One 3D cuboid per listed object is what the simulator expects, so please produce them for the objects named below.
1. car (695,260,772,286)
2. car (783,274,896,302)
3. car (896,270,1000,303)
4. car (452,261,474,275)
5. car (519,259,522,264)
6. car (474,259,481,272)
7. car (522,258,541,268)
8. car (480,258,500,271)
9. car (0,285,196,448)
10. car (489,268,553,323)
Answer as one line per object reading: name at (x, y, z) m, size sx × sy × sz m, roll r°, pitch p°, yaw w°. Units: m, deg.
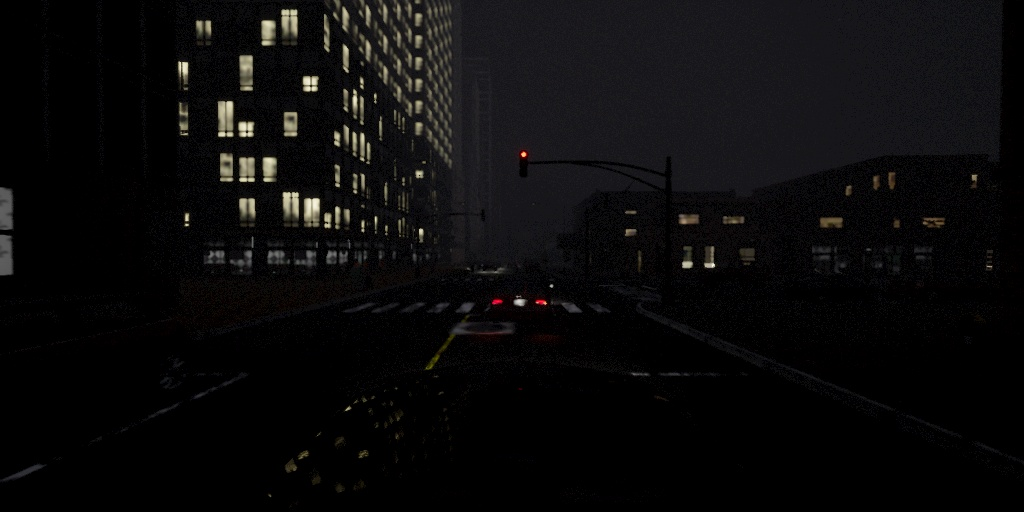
car at (16.536, 1.221, 26.821) m, size 5.009 × 1.841 × 2.192 m, roll 0°, pitch 0°, yaw 1°
car at (16.423, 1.585, 18.443) m, size 4.313 × 1.339 × 1.948 m, roll 0°, pitch 0°, yaw 1°
car at (21.971, 1.512, 18.367) m, size 4.097 × 1.591 × 1.967 m, roll 0°, pitch 0°, yaw 1°
car at (-5.800, 1.354, 41.362) m, size 1.751 × 1.417 × 4.829 m, roll 0°, pitch 0°, yaw 0°
car at (2.731, 1.178, 58.403) m, size 2.192 × 1.841 × 5.009 m, roll 0°, pitch 0°, yaw 0°
car at (-5.625, 1.406, 47.175) m, size 1.948 × 1.339 × 4.313 m, roll 0°, pitch 0°, yaw 0°
car at (2.723, 1.280, 47.115) m, size 1.967 × 1.591 × 4.097 m, roll 0°, pitch 0°, yaw 0°
car at (-3.049, 1.324, 50.287) m, size 1.882 × 1.535 × 5.008 m, roll 0°, pitch 0°, yaw 0°
car at (-5.691, 1.194, 3.584) m, size 1.967 × 1.591 × 4.097 m, roll 0°, pitch 0°, yaw 0°
car at (0.423, 1.318, 12.299) m, size 2.033 × 1.411 × 5.357 m, roll 0°, pitch 0°, yaw 5°
